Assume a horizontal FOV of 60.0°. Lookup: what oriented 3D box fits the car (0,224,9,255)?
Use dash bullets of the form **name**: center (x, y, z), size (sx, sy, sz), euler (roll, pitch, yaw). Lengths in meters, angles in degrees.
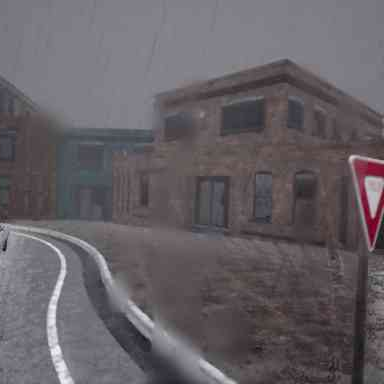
- **car**: center (-6.730, 1.425, 10.077), size (1.895, 1.301, 4.718), euler (2, 0, -25)
